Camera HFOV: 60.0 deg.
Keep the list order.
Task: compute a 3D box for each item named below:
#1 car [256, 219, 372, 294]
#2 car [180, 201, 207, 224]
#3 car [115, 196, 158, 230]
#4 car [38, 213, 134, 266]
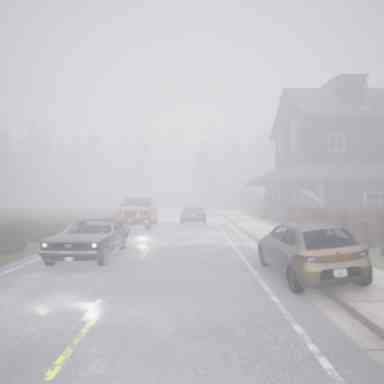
[{"bbox_3d":[2.979,1.477,8.957,1.816,1.474,4.193,-6,0,-2],"label":"car"},{"bbox_3d":[0.098,1.622,25.308,1.994,1.385,4.181,0,0,0],"label":"car"},{"bbox_3d":[-3.519,1.271,21.832,2.150,2.045,5.566,0,0,1],"label":"car"},{"bbox_3d":[-3.521,1.627,11.758,1.895,1.301,4.718,0,0,1],"label":"car"}]
